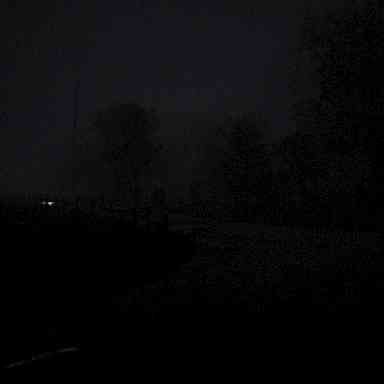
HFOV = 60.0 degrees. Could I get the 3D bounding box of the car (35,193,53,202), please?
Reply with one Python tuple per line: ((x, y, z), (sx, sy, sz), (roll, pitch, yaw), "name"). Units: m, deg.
((-23.625, 0.834, 52.711), (2.033, 1.411, 5.357), (0, 1, -36), "car")
